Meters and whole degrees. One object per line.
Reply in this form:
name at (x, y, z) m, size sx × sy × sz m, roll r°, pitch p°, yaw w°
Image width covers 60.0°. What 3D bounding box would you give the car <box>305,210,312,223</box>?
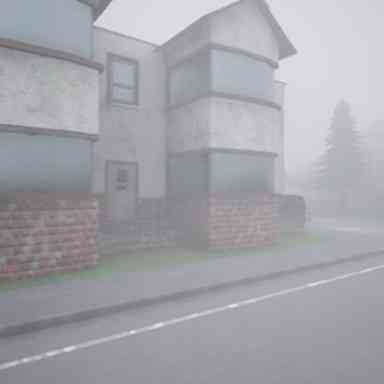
car at (6.663, 1.532, 25.142) m, size 2.128 × 1.511 × 4.902 m, roll 0°, pitch 0°, yaw -35°
